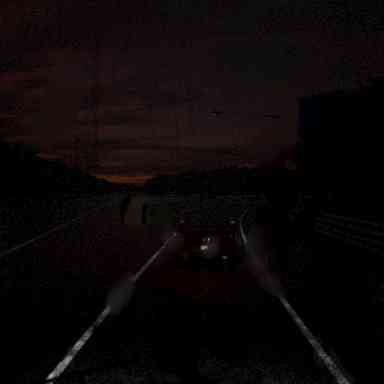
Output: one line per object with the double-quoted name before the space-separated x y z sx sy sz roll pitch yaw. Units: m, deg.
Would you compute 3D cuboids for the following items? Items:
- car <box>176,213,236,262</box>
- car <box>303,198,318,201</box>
"car" 0.559 1.489 12.230 1.882 1.535 5.008 0 0 4
"car" 31.647 1.728 88.667 5.008 1.535 1.882 0 0 -34
